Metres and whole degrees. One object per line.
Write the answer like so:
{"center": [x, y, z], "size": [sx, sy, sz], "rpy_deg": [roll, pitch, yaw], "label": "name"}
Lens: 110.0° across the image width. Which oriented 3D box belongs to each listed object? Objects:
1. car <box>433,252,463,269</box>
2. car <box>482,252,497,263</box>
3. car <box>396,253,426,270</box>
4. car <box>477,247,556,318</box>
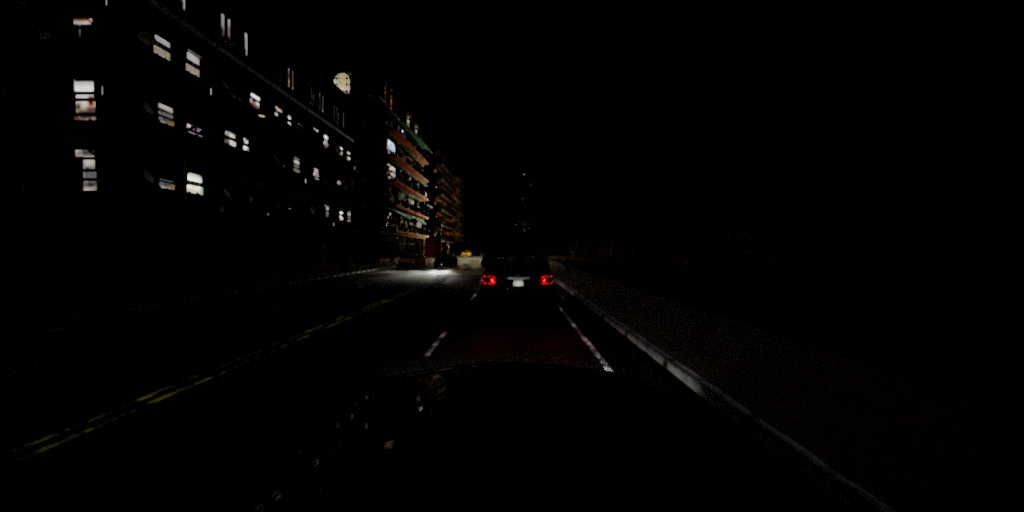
{"center": [-6.561, 0.487, 35.946], "size": [2.128, 1.511, 4.902], "rpy_deg": [0, 1, 0], "label": "car"}
{"center": [-3.177, 0.140, 52.173], "size": [1.837, 1.490, 4.892], "rpy_deg": [0, 1, 0], "label": "car"}
{"center": [-9.813, 0.491, 35.181], "size": [1.882, 1.535, 5.008], "rpy_deg": [0, 1, 0], "label": "car"}
{"center": [0.119, 0.745, 12.066], "size": [2.150, 2.045, 5.566], "rpy_deg": [0, 1, -1], "label": "car"}
